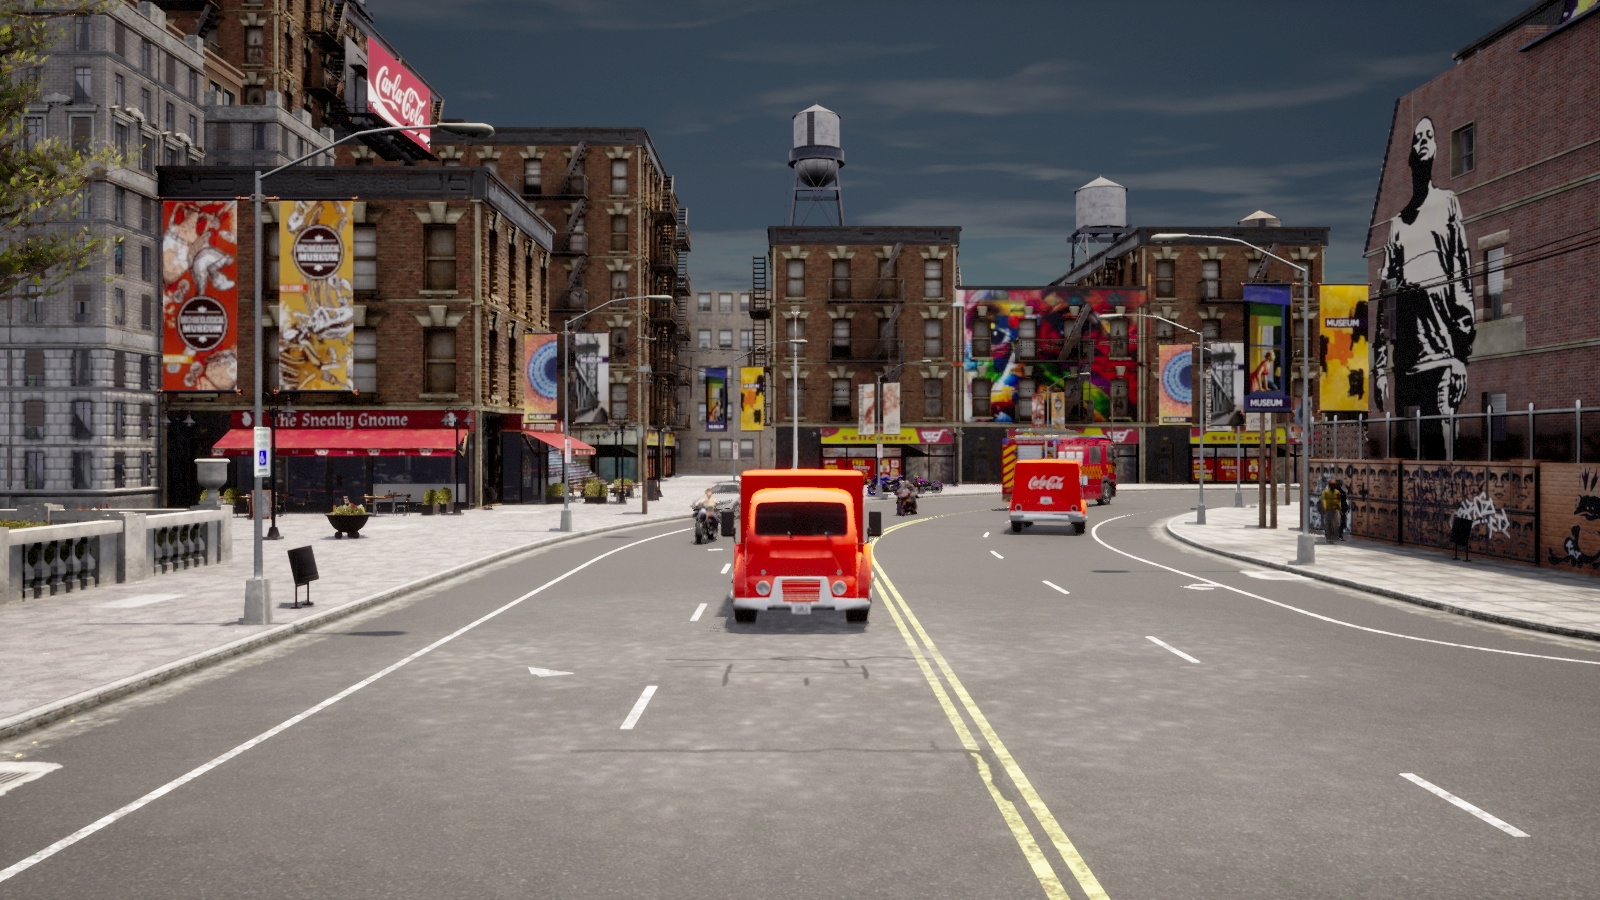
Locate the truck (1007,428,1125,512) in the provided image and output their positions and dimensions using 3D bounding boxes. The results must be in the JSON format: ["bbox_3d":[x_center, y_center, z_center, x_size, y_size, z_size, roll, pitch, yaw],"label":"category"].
[{"bbox_3d":[13.354,0.913,56.780,2.891,3.827,8.468,0,0,34],"label":"truck"}]

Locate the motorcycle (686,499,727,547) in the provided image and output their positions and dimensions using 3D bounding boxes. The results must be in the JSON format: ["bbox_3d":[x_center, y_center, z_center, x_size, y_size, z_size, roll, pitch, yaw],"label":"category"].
[{"bbox_3d":[-2.817,2.184,34.605,0.764,1.277,2.356,0,0,7],"label":"motorcycle"}]

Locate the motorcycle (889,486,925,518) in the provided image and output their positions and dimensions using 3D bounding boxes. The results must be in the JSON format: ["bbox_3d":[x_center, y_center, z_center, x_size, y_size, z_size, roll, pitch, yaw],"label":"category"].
[{"bbox_3d":[4.624,2.224,49.229,0.867,1.251,2.209,0,0,25],"label":"motorcycle"}]

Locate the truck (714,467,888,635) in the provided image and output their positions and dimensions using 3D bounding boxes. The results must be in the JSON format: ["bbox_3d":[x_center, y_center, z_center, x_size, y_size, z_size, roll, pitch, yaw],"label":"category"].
[{"bbox_3d":[0.035,1.576,19.922,2.627,2.467,5.204,0,0,0],"label":"truck"}]

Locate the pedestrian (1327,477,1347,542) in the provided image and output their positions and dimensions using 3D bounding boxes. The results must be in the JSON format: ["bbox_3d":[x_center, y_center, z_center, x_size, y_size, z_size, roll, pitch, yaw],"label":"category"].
[{"bbox_3d":[15.568,1.710,33.129,0.375,1.860,0.375,0,0,-8],"label":"pedestrian"}]

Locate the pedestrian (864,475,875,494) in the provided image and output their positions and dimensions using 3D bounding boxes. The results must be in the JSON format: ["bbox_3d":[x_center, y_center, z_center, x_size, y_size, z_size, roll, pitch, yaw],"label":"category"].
[{"bbox_3d":[4.215,2.103,69.326,0.500,1.100,0.500,0,0,-39],"label":"pedestrian"}]

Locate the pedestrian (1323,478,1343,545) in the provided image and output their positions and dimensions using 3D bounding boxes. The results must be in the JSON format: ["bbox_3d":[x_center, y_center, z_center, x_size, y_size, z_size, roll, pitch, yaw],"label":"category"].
[{"bbox_3d":[14.861,1.709,31.864,0.375,1.860,0.375,0,0,3],"label":"pedestrian"}]

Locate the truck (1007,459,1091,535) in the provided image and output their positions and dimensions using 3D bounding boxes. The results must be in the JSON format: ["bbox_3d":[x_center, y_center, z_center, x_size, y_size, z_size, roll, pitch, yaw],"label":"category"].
[{"bbox_3d":[8.951,1.584,40.776,2.627,2.467,5.204,0,0,16],"label":"truck"}]
